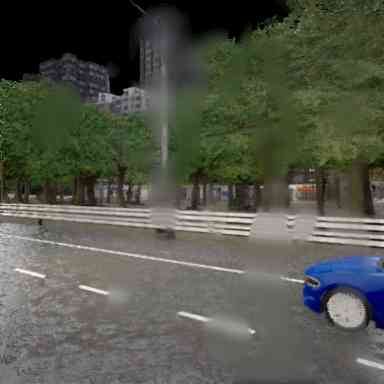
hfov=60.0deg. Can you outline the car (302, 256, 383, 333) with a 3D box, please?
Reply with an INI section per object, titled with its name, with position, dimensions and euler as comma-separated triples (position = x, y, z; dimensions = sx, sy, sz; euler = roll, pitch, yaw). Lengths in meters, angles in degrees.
[car]
position = 4.292, 1.496, 5.108
dimensions = 5.008, 1.535, 1.882
euler = 0, 0, 36
